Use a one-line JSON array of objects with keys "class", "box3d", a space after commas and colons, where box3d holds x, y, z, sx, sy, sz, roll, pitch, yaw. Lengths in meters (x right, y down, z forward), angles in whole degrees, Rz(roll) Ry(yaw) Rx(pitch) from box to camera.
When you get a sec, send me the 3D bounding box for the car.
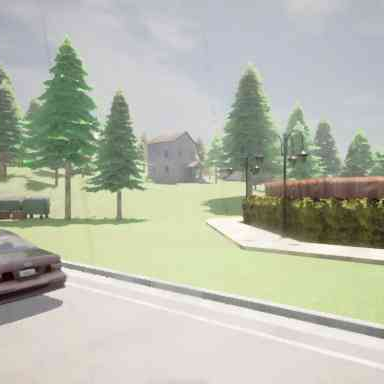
[{"class": "car", "box3d": [-5.101, 1.547, 7.635, 5.357, 1.411, 2.033, 0, 0, 36]}]
